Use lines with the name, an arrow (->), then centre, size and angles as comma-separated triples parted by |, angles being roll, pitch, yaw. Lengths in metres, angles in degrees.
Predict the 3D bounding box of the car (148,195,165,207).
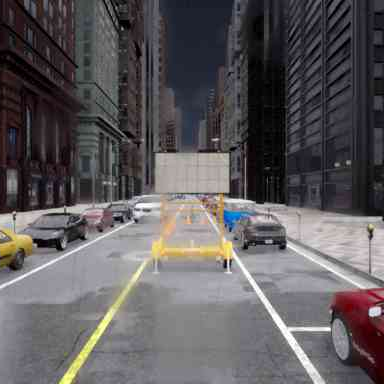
car -> -5.713, 1.352, 53.625 | 2.192, 1.841, 5.009 | 0, 0, 0

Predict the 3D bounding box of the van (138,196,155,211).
van -> -5.724, 1.365, 42.352 | 1.690, 1.788, 3.998 | 0, 0, 0

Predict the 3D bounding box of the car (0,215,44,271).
car -> -5.756, 1.526, 8.363 | 1.752, 1.417, 4.829 | 0, 0, 0

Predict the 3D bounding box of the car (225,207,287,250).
car -> 2.775, 1.554, 14.178 | 2.008, 1.369, 4.403 | 0, 0, 0

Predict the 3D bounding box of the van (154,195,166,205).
van -> -5.708, 1.385, 59.261 | 1.690, 1.788, 3.998 | 0, 0, 0

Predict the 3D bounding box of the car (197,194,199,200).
car -> 2.839, 1.606, 81.983 | 1.752, 1.417, 4.829 | 0, 0, 0

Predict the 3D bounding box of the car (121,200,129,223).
car -> -5.740, 1.575, 25.443 | 1.947, 1.339, 4.313 | 0, 0, 0

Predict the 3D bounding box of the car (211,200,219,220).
car -> 2.785, 1.560, 25.451 | 2.008, 1.369, 4.403 | 0, 0, 0

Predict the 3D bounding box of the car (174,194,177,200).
car -> -5.680, 1.657, 87.445 | 1.947, 1.339, 4.313 | 0, 0, 0

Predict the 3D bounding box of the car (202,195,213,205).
car -> 2.807, 1.575, 47.995 | 1.887, 1.381, 4.507 | 0, 0, 0

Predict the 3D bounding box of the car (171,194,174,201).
car -> -5.691, 1.615, 76.172 | 1.887, 1.381, 4.507 | 0, 0, 0

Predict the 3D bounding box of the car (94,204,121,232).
car -> -5.745, 1.587, 19.806 | 1.802, 1.307, 4.206 | 0, 0, 0

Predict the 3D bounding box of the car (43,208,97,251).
car -> -5.750, 1.569, 14.169 | 1.947, 1.339, 4.313 | 0, 0, 0

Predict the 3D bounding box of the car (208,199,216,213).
car -> 2.791, 1.595, 31.087 | 1.802, 1.307, 4.206 | 0, 0, 0

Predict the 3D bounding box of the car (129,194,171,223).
car -> -3.076, 1.230, 25.699 | 2.150, 2.045, 5.566 | 0, 0, 0

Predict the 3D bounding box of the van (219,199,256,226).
van -> 2.780, 1.346, 19.814 | 1.690, 1.788, 3.998 | 0, 0, 0

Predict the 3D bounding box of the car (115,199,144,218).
car -> -5.734, 1.453, 31.080 | 1.967, 1.590, 4.097 | 0, 0, 0

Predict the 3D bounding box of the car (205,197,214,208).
car -> 2.796, 1.569, 36.723 | 2.008, 1.369, 4.403 | 0, 0, 0

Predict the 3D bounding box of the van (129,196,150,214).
van -> -5.729, 1.359, 36.716 | 1.690, 1.788, 3.998 | 0, 0, 0

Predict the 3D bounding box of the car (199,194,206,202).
car -> 2.817, 1.359, 59.268 | 2.192, 1.841, 5.009 | 0, 0, 0

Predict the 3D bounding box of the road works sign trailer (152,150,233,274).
road works sign trailer -> 0.010, 0.466, 10.566 | 2.380, 3.560, 2.880 | 0, 0, 0

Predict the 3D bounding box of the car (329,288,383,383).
car -> 2.764, 1.545, 2.906 | 1.887, 1.381, 4.507 | 0, 0, 0
